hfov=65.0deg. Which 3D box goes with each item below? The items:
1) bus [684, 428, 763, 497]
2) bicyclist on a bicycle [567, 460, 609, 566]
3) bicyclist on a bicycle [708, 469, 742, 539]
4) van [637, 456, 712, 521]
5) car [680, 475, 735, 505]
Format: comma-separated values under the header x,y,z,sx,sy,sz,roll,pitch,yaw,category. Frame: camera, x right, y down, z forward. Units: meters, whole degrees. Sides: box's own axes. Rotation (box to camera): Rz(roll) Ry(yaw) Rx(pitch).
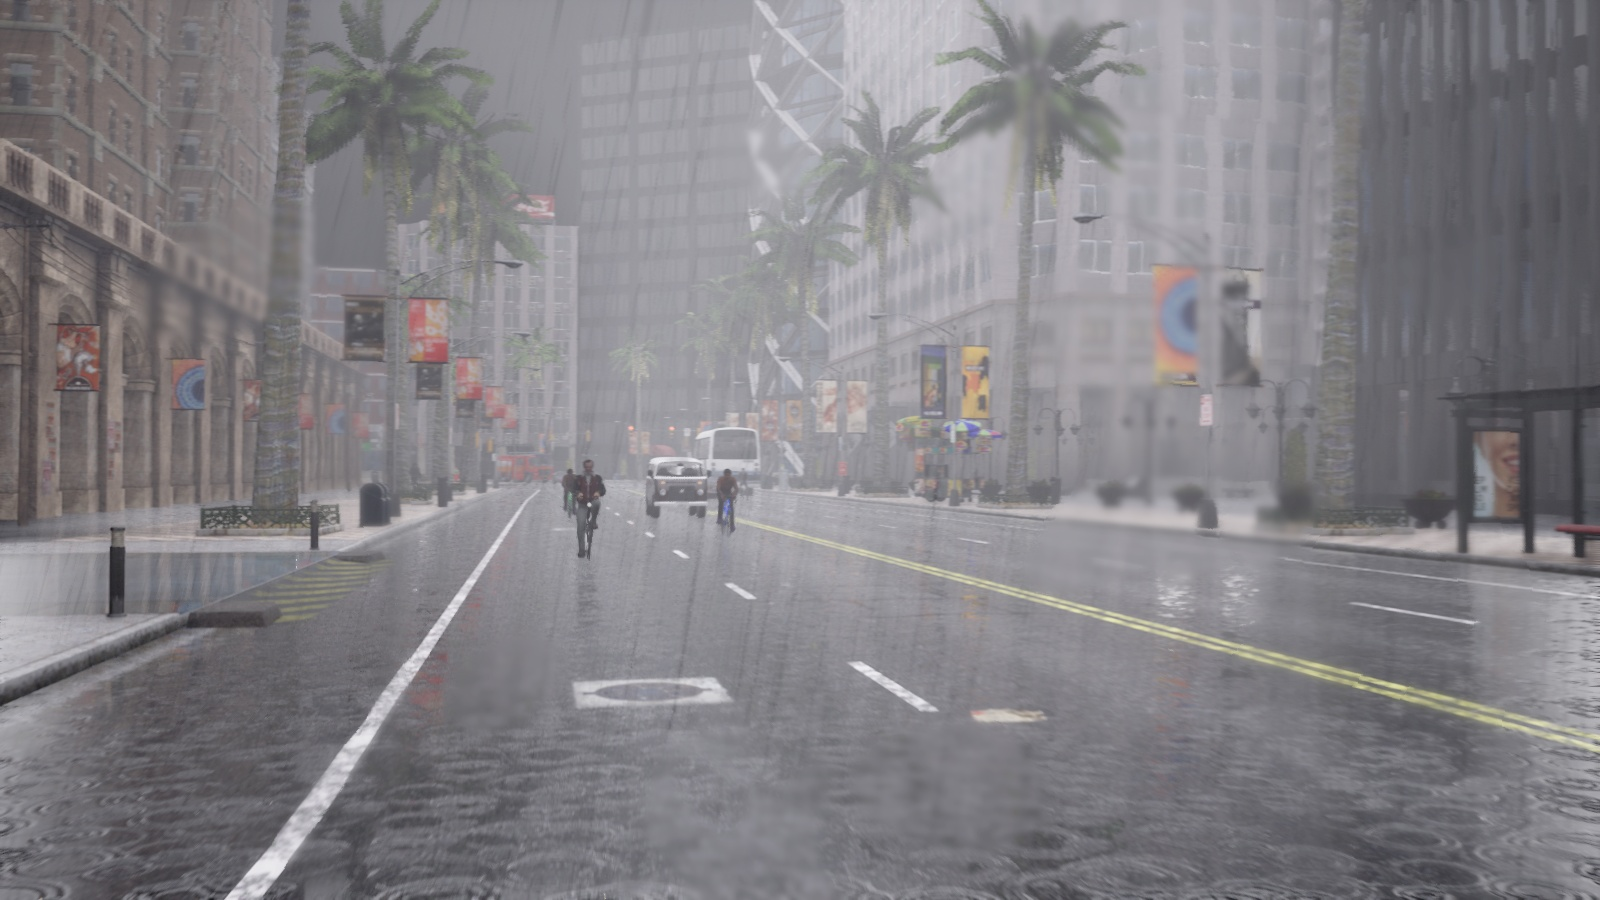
x,y,z,sx,sy,sz,roll,pitch,yaw,category
-5.187,0.853,82.888,3.944,4.253,10.273,0,-1,-11,bus
-3.731,1.073,22.002,0.659,1.776,1.843,0,-1,-12,bicyclist on a bicycle
-1.803,1.281,30.083,0.582,1.620,1.656,0,-1,-11,bicyclist on a bicycle
-4.276,1.268,42.240,2.069,2.038,4.480,0,-1,-11,van
-4.561,1.911,61.209,2.033,1.411,5.357,0,-1,-12,car
